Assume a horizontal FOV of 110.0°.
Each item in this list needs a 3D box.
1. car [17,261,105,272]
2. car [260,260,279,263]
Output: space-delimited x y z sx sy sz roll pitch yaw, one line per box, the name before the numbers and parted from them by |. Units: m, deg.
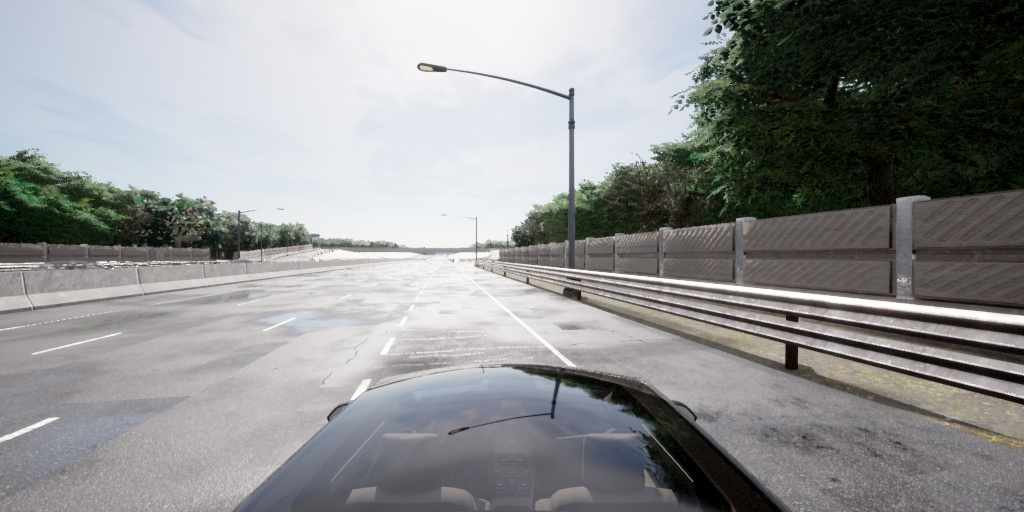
car | -28.856 1.108 22.942 2.097 1.767 4.553 0 0 -11
car | -29.429 1.388 45.009 1.895 1.301 4.718 0 0 -10
